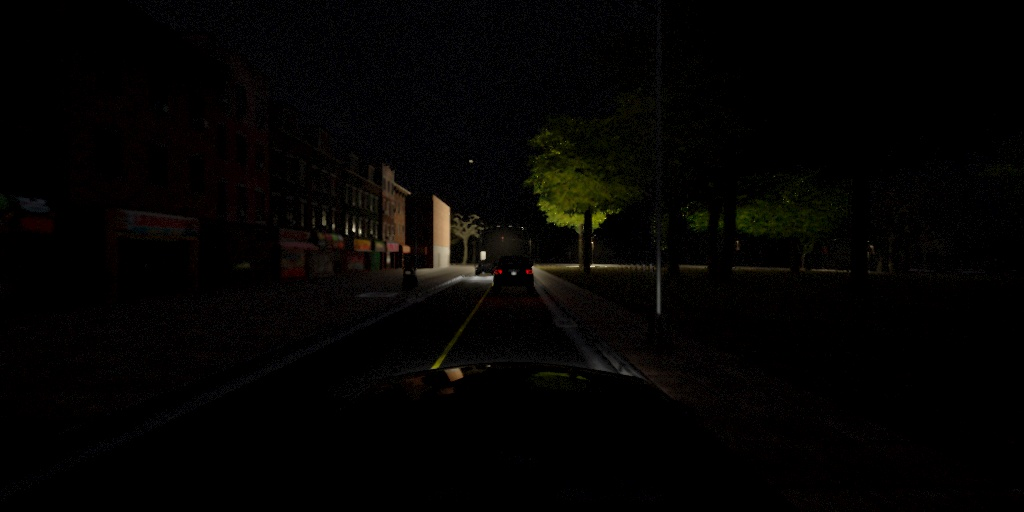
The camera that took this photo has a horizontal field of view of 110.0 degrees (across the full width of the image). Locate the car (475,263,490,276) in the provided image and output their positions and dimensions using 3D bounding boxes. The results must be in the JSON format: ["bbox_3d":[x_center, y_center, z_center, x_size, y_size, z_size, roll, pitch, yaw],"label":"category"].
[{"bbox_3d":[-2.858,1.402,38.173,1.895,1.301,4.718,0,0,0],"label":"car"}]

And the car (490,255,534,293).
[{"bbox_3d":[0.091,0.985,20.958,2.150,2.045,5.566,0,0,0],"label":"car"}]
